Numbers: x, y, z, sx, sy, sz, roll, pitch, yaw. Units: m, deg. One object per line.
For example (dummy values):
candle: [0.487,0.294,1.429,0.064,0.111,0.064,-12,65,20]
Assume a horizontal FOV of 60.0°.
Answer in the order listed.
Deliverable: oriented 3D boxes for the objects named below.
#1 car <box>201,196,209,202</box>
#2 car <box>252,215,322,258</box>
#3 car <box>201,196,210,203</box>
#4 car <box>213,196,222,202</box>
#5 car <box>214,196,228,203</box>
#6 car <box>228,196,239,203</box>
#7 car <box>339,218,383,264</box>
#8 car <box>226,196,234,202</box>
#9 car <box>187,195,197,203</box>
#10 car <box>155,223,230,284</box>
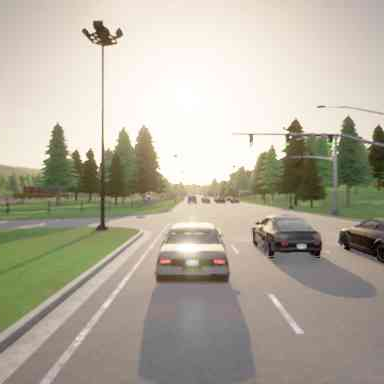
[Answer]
car: [3.548,1.905,92.741,1.882,1.535,5.008,0,0,0]
car: [3.570,1.610,13.074,1.812,1.442,4.674,0,0,0]
car: [3.543,2.059,82.320,2.033,1.411,5.357,0,0,0]
car: [7.048,1.967,92.739,2.033,1.411,5.357,0,0,0]
car: [7.043,1.878,82.706,2.097,1.767,4.553,0,0,0]
car: [10.543,2.118,82.763,1.895,1.301,4.718,0,0,0]
car: [7.065,1.642,12.145,1.994,1.385,4.181,0,0,1]
car: [10.548,1.951,92.737,1.812,1.442,4.674,0,0,0]
car: [0.043,1.745,82.354,2.150,2.045,5.566,0,0,0]
car: [0.034,1.611,9.803,2.033,1.411,5.357,0,0,1]
